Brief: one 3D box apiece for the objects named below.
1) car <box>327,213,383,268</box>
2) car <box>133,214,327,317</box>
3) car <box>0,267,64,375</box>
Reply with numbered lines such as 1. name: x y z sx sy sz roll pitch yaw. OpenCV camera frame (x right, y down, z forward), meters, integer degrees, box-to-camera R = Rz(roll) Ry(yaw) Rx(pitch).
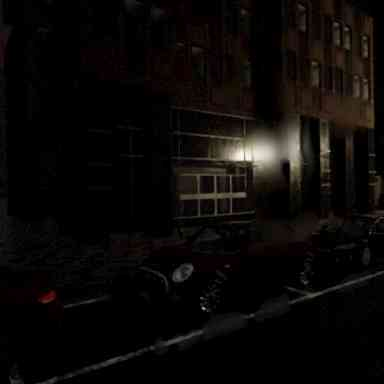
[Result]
1. car: 5.345 1.365 10.463 4.403 1.369 2.008 -1 1 -35
2. car: 0.783 1.355 7.209 4.097 1.590 1.967 -1 1 -35
3. car: -3.775 1.598 3.959 4.206 1.307 1.802 -1 1 -35
